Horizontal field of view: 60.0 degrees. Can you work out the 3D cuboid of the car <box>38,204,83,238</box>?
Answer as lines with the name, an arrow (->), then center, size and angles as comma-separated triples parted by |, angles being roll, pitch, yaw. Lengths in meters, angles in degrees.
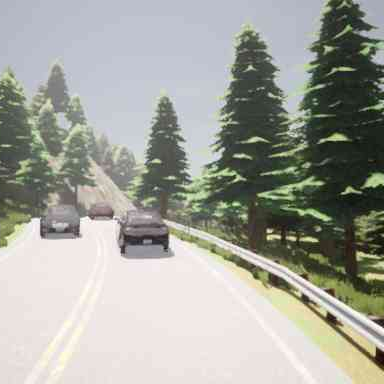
car -> -6.921, 1.434, 17.588 | 2.128, 1.511, 4.902 | 1, 0, -21

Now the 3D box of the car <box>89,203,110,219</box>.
car -> -7.949, 1.637, 29.191 | 1.994, 1.385, 4.181 | 1, -2, -18

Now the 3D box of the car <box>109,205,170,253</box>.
car -> -2.174, 1.508, 13.873 | 2.128, 1.511, 4.902 | 1, 0, -15
